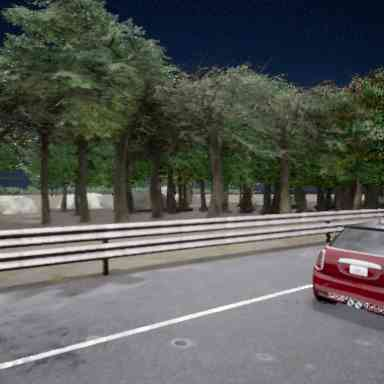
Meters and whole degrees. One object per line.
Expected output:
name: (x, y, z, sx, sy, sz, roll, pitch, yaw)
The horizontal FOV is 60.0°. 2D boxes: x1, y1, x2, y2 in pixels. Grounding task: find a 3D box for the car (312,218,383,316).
car: (4.582, 1.349, 6.849, 4.553, 1.767, 2.097, 0, 0, -34)
